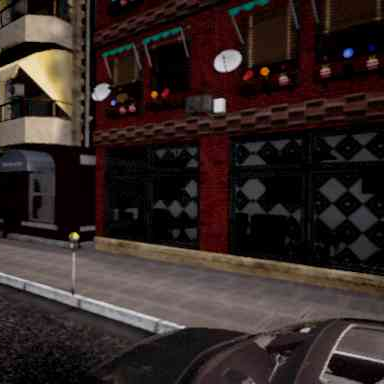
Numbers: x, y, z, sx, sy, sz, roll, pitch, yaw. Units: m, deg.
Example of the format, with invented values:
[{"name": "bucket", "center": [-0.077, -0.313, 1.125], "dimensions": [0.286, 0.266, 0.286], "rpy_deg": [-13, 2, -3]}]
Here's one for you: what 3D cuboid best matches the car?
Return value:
[{"name": "car", "center": [1.028, 1.551, 1.976], "dimensions": [4.403, 1.369, 2.008], "rpy_deg": [0, 1, 36]}]
